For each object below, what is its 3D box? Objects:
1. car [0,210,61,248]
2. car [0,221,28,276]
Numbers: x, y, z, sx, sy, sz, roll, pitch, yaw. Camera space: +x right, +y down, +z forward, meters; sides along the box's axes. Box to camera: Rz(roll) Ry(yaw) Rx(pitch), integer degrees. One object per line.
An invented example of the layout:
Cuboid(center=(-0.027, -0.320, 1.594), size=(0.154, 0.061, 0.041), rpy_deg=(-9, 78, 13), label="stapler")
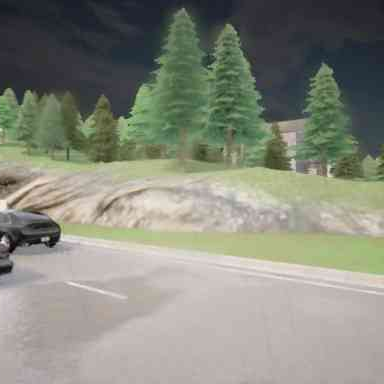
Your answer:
Cuboid(center=(-7.256, 1.480, 13.440), size=(4.892, 1.490, 1.837), rpy_deg=(-1, 0, 36), label="car")
Cuboid(center=(-6.782, 1.530, 8.767), size=(5.357, 1.411, 2.033), rpy_deg=(0, 0, 36), label="car")
